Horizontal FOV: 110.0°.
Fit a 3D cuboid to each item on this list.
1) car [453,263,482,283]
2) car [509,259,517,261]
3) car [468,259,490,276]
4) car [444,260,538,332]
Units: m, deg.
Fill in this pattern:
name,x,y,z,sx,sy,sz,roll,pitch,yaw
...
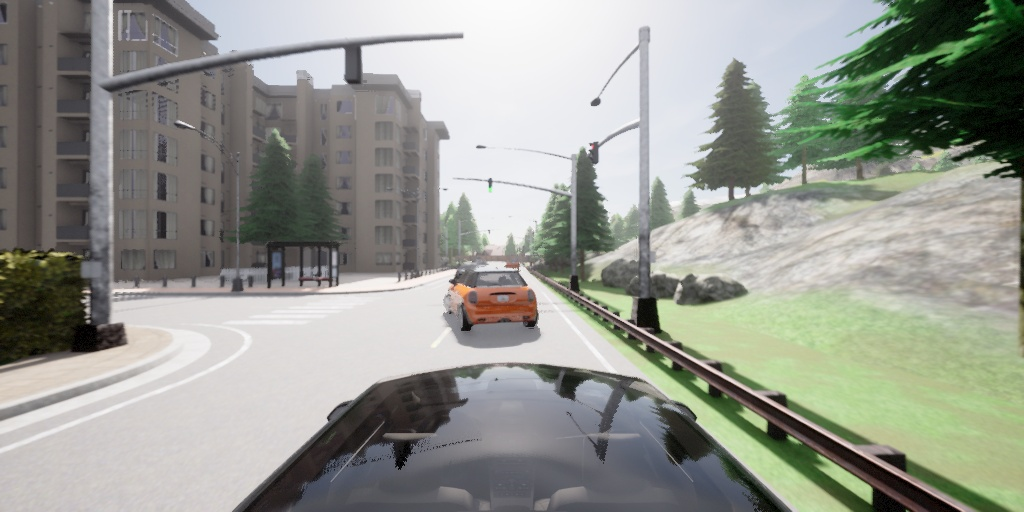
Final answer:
name,x,y,z,sx,sy,sz,roll,pitch,yaw
car,-3.606,1.346,29.964,1.837,1.490,4.892,0,0,0
car,0.093,1.274,55.162,2.097,1.767,4.553,0,0,-2
car,-3.617,1.225,39.877,2.097,1.767,4.553,0,0,-1
car,-0.835,1.131,11.379,2.097,1.767,4.553,0,0,-16
